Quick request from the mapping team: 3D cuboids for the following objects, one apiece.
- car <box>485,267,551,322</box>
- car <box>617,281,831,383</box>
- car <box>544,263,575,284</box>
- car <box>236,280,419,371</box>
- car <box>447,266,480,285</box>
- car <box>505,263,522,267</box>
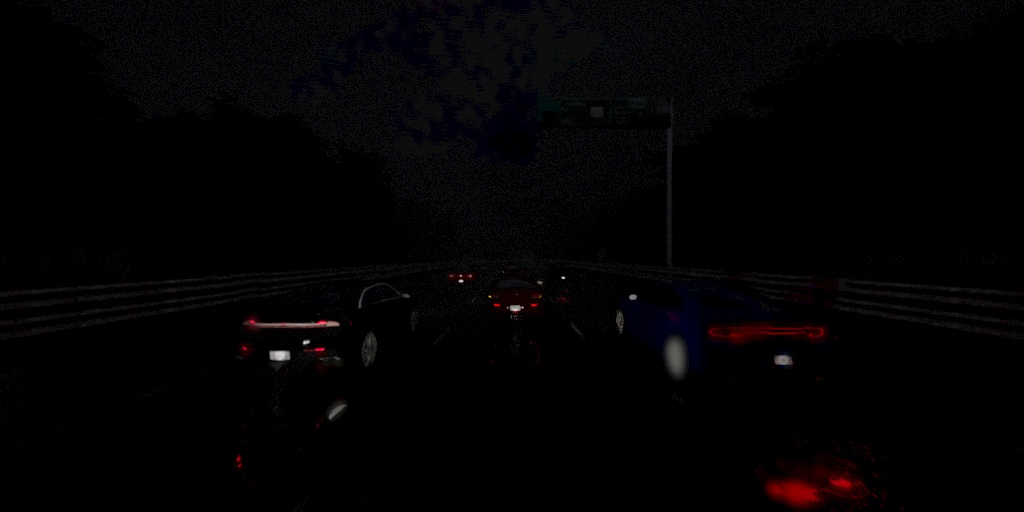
[{"bbox_3d":[0.089,1.280,12.262,1.812,1.442,4.674,0,0,0],"label":"car"},{"bbox_3d":[3.602,1.229,7.236,1.882,1.535,5.008,0,0,0],"label":"car"},{"bbox_3d":[3.610,1.286,27.619,1.837,1.490,4.892,0,0,0],"label":"car"},{"bbox_3d":[-3.398,1.243,7.676,2.128,1.511,4.902,0,0,0],"label":"car"},{"bbox_3d":[-3.391,1.378,26.101,1.895,1.301,4.718,0,0,0],"label":"car"},{"bbox_3d":[0.111,1.310,28.574,1.812,1.442,4.674,0,0,0],"label":"car"}]
